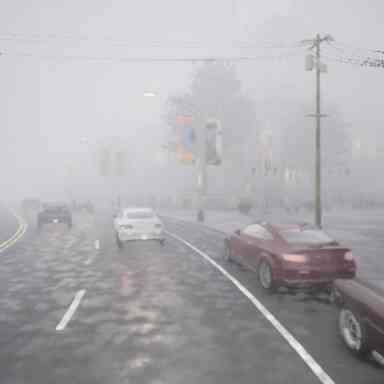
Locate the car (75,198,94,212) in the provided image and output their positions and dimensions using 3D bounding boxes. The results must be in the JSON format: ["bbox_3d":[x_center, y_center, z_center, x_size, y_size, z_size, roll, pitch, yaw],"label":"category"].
[{"bbox_3d":[-10.978,1.275,32.245,1.895,1.301,4.718,-1,1,-30],"label":"car"}]

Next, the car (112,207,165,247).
[{"bbox_3d":[-2.353,1.368,14.173,1.812,1.442,4.674,0,1,-16],"label":"car"}]

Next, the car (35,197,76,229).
[{"bbox_3d":[-8.497,1.306,20.422,1.837,1.490,4.892,0,0,-25],"label":"car"}]

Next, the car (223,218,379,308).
[{"bbox_3d":[2.219,1.404,8.667,2.002,1.452,4.674,0,1,-11],"label":"car"}]

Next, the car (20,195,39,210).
[{"bbox_3d":[-17.763,1.160,36.867,1.837,1.490,4.892,-1,1,-30],"label":"car"}]
